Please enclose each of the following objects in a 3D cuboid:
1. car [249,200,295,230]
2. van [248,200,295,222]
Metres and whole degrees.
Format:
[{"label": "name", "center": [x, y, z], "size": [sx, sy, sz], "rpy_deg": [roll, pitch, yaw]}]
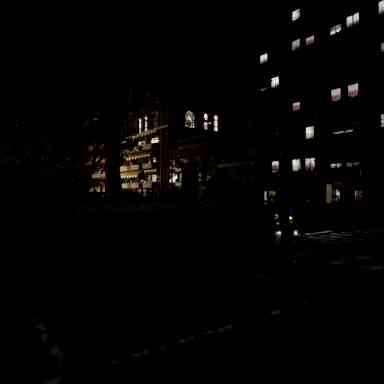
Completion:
[{"label": "car", "center": [4.937, 1.605, 23.434], "size": [2.097, 1.767, 4.553], "rpy_deg": [0, -1, -36]}, {"label": "van", "center": [7.155, 1.642, 30.201], "size": [1.690, 1.788, 3.998], "rpy_deg": [-1, 0, -36]}]
